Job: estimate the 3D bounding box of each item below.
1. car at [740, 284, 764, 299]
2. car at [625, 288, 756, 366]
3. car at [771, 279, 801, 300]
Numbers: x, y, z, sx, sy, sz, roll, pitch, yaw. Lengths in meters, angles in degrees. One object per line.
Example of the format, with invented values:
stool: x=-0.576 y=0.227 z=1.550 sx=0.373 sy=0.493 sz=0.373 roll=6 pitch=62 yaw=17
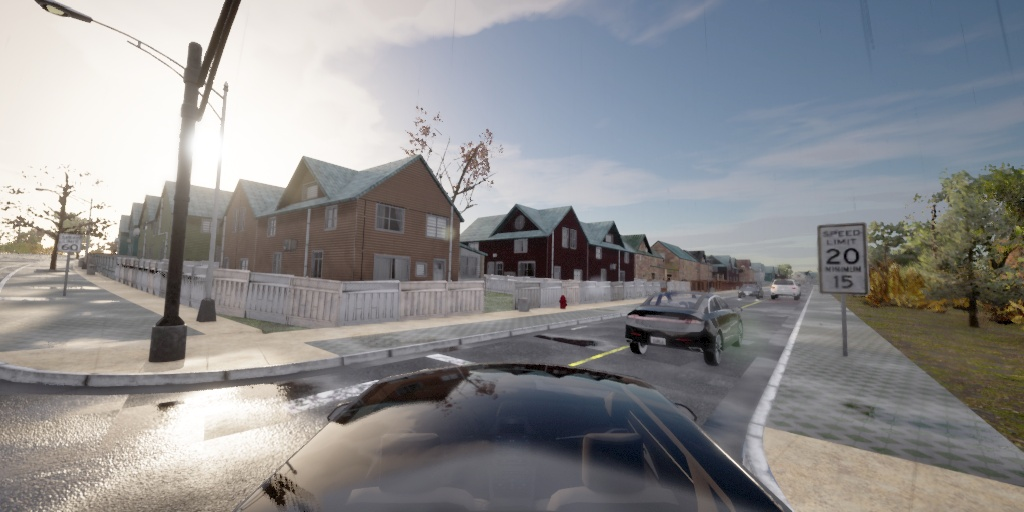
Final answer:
car: x=25.182 y=3.702 z=37.765 sx=2.128 sy=1.511 sz=4.902 roll=-2 pitch=-4 yaw=40
car: x=4.554 y=1.656 z=9.179 sx=2.128 sy=1.511 sz=4.902 roll=-2 pitch=-4 yaw=40
car: x=28.329 y=3.453 z=37.112 sx=2.150 sy=2.045 sz=5.566 roll=-2 pitch=-4 yaw=41
